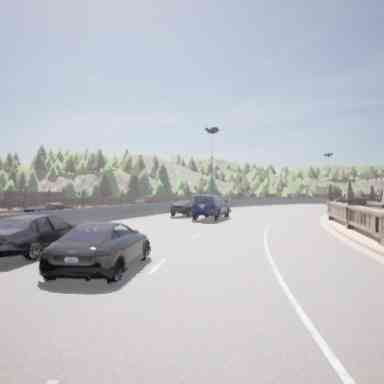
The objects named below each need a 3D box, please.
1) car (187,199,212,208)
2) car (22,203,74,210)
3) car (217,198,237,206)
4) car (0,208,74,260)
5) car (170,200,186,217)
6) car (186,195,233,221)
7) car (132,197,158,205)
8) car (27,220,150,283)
[{"bbox_3d":[1.177,1.732,51.423,1.994,1.385,4.181,0,-1,32],"label":"car"},{"bbox_3d":[-12.770,1.628,29.597,1.895,1.301,4.718,0,0,18],"label":"car"},{"bbox_3d":[6.881,1.885,65.179,1.994,1.385,4.181,0,-1,40],"label":"car"},{"bbox_3d":[-5.841,1.542,12.400,2.033,1.411,5.357,0,0,9],"label":"car"},{"bbox_3d":[-0.508,1.568,32.199,1.837,1.490,4.892,0,0,20],"label":"car"},{"bbox_3d":[1.654,1.274,28.095,2.150,2.045,5.566,0,0,19],"label":"car"},{"bbox_3d":[-7.162,1.507,51.079,2.097,1.767,4.553,0,-1,30],"label":"car"},{"bbox_3d":[-2.602,1.566,9.793,1.994,1.385,4.181,0,0,7],"label":"car"}]
